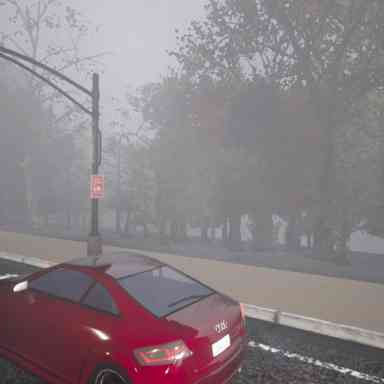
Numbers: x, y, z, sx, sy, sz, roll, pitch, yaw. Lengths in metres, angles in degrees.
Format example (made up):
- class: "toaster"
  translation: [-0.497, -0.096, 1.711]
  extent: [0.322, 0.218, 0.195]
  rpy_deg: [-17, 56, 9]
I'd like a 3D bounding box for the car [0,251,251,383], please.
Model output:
- class: "car"
  translation: [-1.328, 1.563, 4.629]
  extent: [4.181, 1.385, 1.994]
  rpy_deg: [0, 0, 35]
